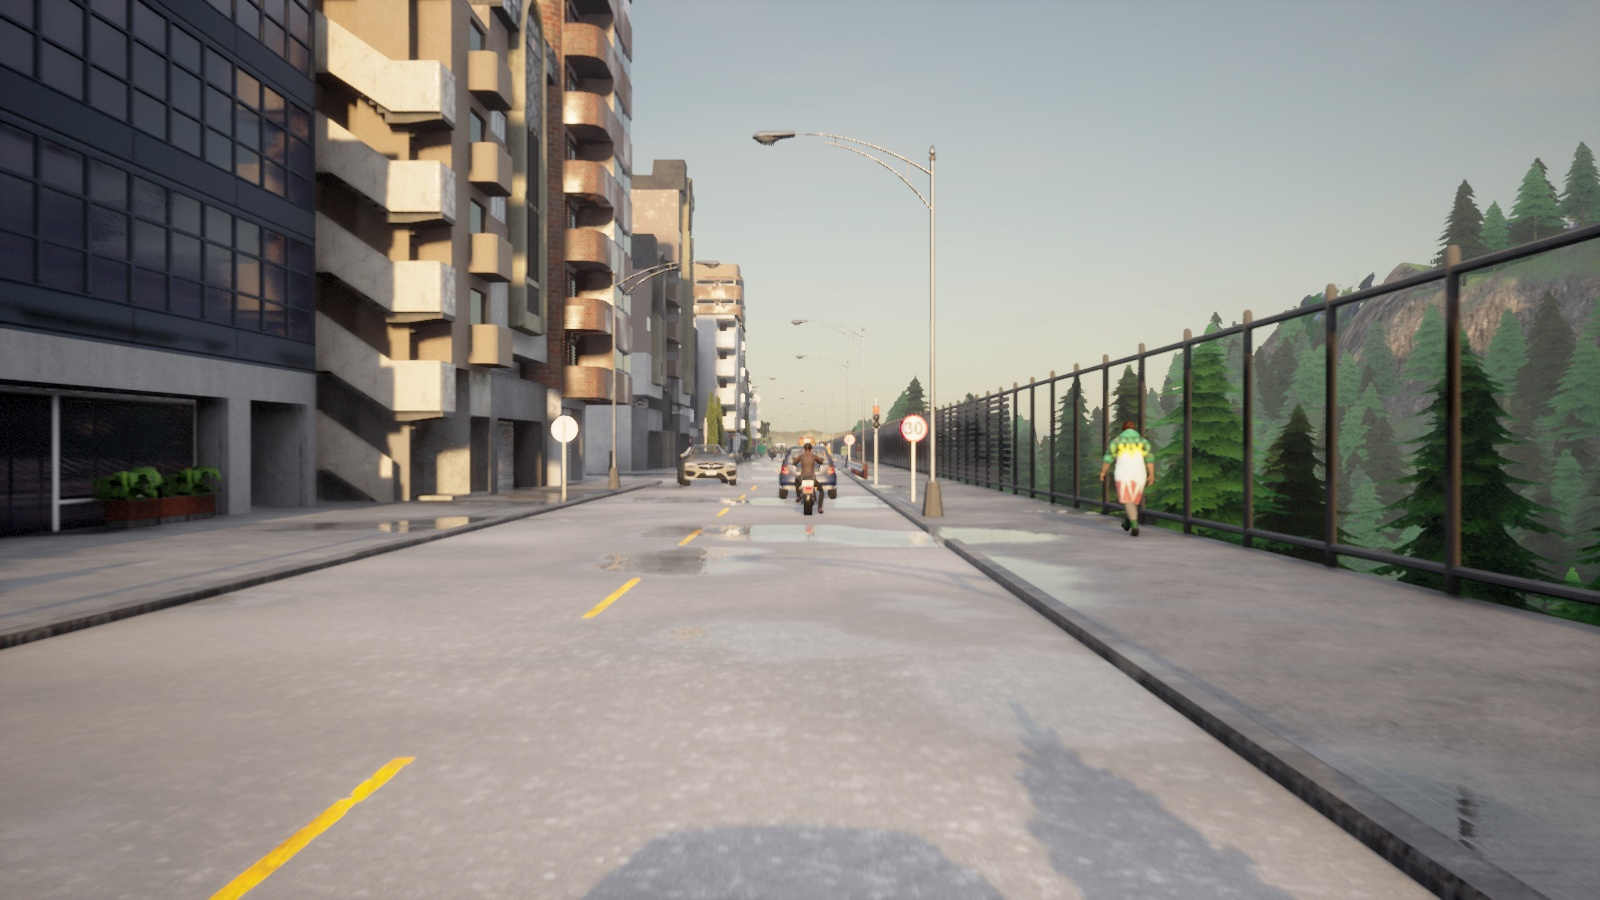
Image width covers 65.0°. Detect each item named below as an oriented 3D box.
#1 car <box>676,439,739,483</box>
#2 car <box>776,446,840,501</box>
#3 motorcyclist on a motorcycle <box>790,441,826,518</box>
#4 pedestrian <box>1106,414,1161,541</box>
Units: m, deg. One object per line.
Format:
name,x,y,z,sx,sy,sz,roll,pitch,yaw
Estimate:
car,-3.784,0.421,50.416,2.152,1.651,5.027,0,0,-9
car,0.233,0.651,37.154,1.789,1.549,3.705,0,0,0
motorcyclist on a motorcycle,0.180,0.641,28.133,0.766,1.649,2.350,0,0,0
pedestrian,5.218,0.422,19.693,0.659,1.952,0.873,0,0,2
